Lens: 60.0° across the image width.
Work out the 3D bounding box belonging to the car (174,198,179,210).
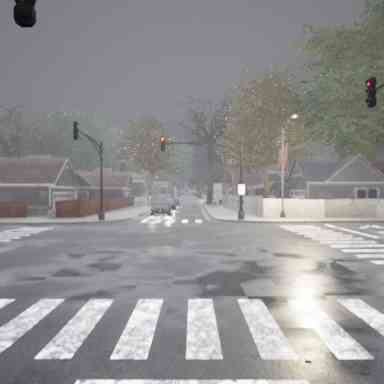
[{"bbox_3d":[-3.074,1.519,43.689,1.882,1.535,5.008,0,0,0],"label":"car"}]

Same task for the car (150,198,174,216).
[{"bbox_3d":[-3.061,1.533,33.525,1.837,1.490,4.892,0,0,-2],"label":"car"}]
